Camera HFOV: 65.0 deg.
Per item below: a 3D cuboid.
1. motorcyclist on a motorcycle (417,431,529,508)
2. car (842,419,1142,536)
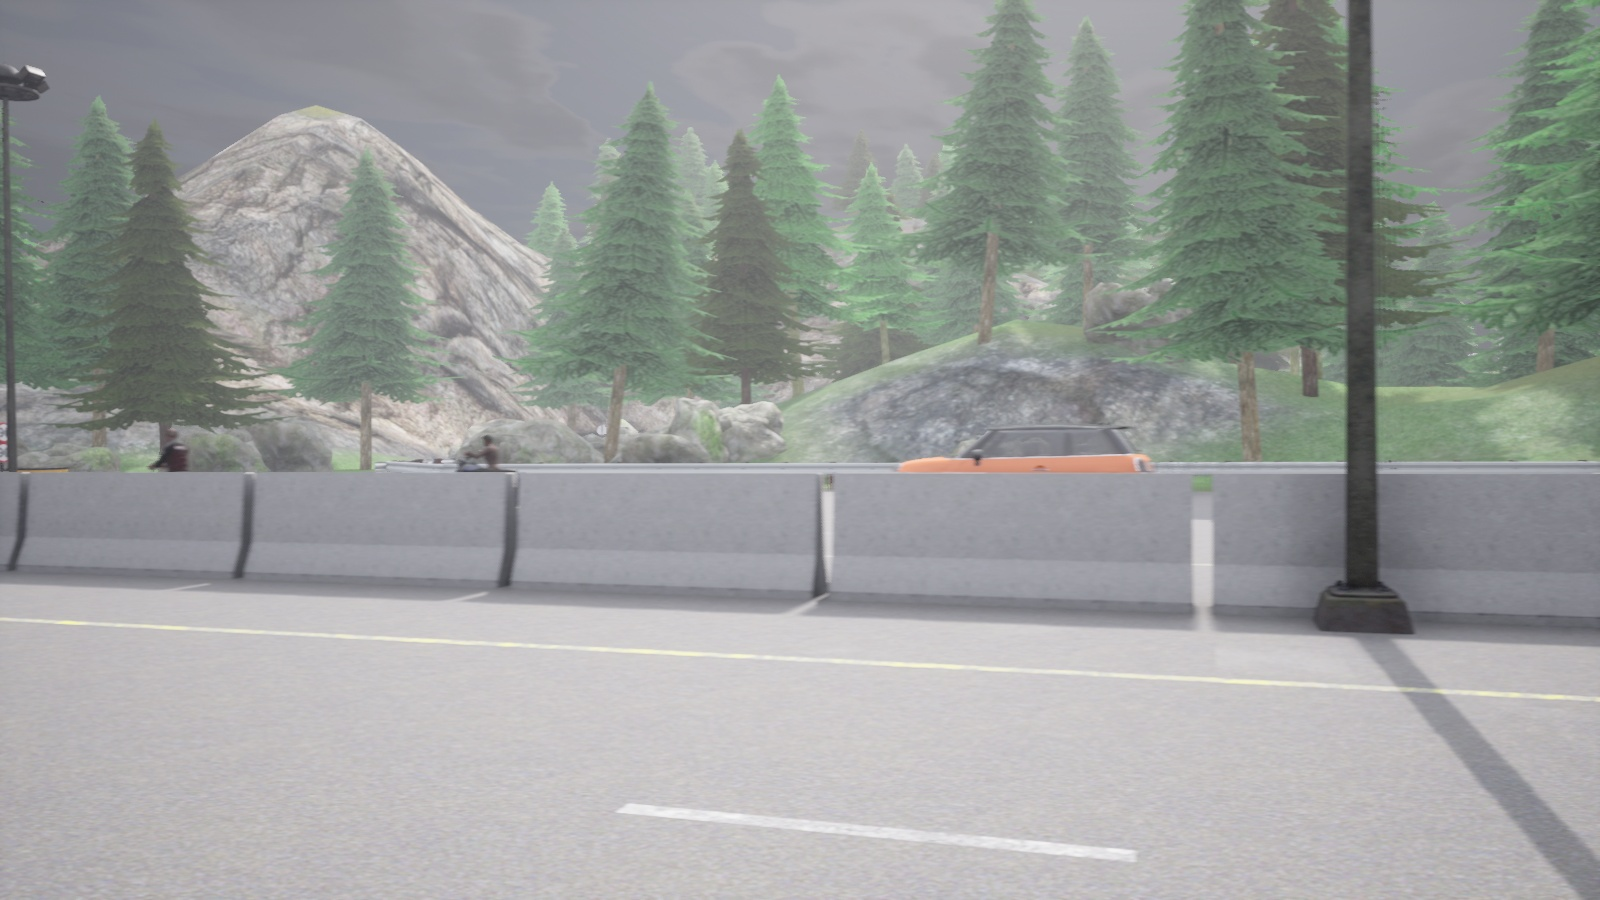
[{"bbox_3d":[-7.231,0.420,27.777,2.350,1.649,0.766,0,1,19],"label":"motorcyclist on a motorcycle"},{"bbox_3d":[3.178,0.396,20.584,4.553,1.767,2.097,0,1,19],"label":"car"}]
